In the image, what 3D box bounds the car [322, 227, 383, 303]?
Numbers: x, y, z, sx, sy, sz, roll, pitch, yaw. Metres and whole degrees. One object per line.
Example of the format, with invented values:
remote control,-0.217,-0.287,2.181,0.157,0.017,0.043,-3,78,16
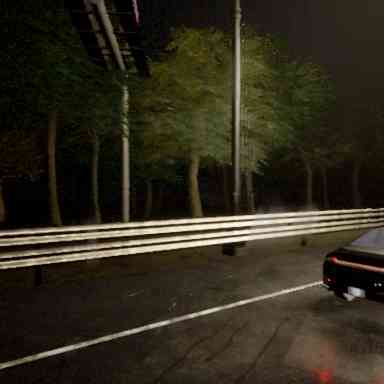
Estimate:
car,4.784,1.473,7.004,4.902,1.511,2.128,0,0,-34
